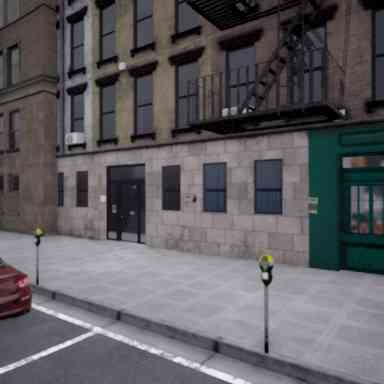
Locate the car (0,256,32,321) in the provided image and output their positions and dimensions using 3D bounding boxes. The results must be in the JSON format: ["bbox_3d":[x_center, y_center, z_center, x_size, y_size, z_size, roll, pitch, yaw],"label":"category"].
[{"bbox_3d":[-4.562,1.595,6.091,4.206,1.307,1.802,0,0,36],"label":"car"}]
